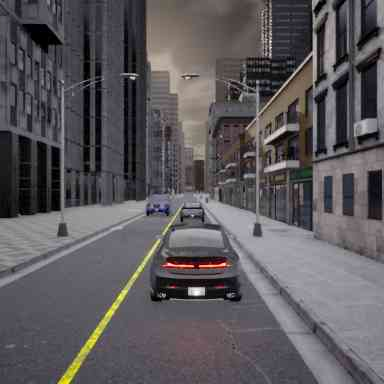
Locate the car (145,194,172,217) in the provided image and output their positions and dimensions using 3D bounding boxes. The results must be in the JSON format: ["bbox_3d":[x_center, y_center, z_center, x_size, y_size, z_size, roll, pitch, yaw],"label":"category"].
[{"bbox_3d":[-3.161,1.245,32.484,2.150,2.045,5.566,0,0,0],"label":"car"}]

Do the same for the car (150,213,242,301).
[{"bbox_3d":[0.085,1.507,8.292,1.837,1.490,4.892,0,0,0],"label":"car"}]

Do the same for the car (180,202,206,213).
[{"bbox_3d":[0.046,1.509,26.311,2.128,1.511,4.902,0,0,0],"label":"car"}]
